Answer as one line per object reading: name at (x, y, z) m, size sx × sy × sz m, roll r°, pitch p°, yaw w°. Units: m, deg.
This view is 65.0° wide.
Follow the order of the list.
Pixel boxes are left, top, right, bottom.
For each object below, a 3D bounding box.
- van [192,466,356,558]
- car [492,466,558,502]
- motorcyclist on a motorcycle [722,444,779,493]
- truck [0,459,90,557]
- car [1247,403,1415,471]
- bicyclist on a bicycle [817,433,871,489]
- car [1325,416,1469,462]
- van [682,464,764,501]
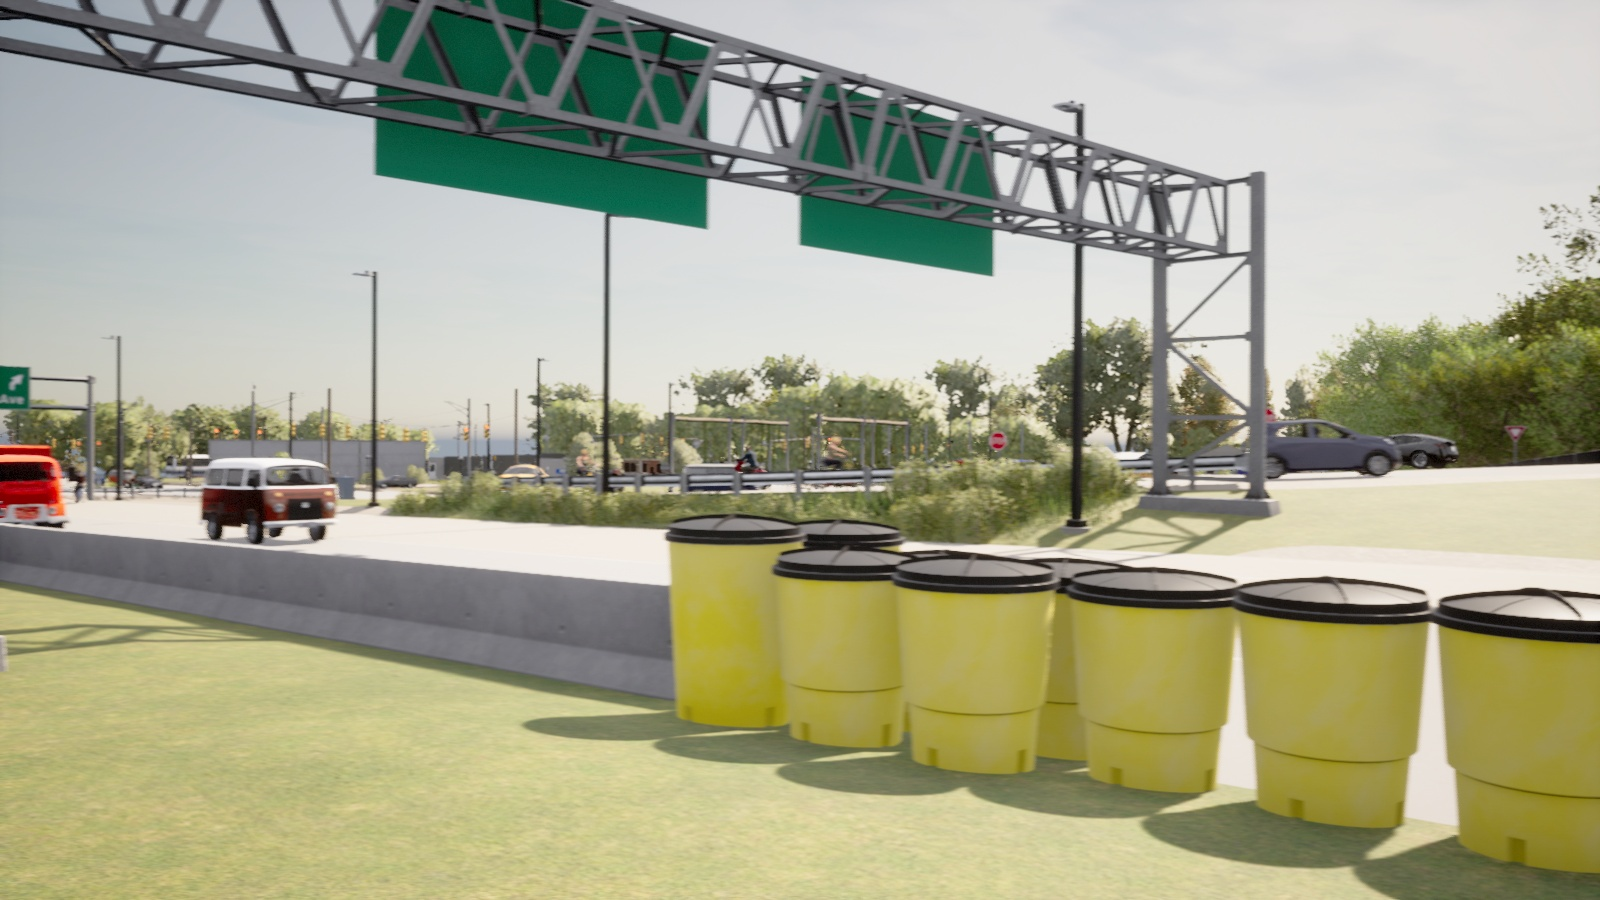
van at (-12.897, 1.478, 30.652) m, size 4.480 × 2.038 × 2.069 m, roll -2°, pitch -1°, yaw 44°
car at (-12.826, 1.613, 58.956) m, size 1.801 × 1.575 × 5.366 m, roll -1°, pitch -2°, yaw 1°
motorcyclist on a motorcycle at (-1.741, 0.660, 43.884) m, size 1.817 × 1.590 × 0.866 m, roll -4°, pitch -4°, yaw 36°
truck at (-21.825, 1.578, 34.518) m, size 5.204 × 2.467 × 2.627 m, roll -2°, pitch -1°, yaw 44°
car at (13.541, -0.312, 32.212) m, size 3.633 × 1.501 × 1.845 m, roll -3°, pitch 0°, yaw 13°
bicyclist on a bicycle at (1.352, 0.341, 38.909) m, size 1.509 × 1.612 × 0.866 m, roll -3°, pitch -3°, yaw -4°
car at (24.378, -0.426, 51.405) m, size 2.163 × 1.488 × 4.792 m, roll -1°, pitch -3°, yaw -43°
van at (-4.423, 1.874, 71.680) m, size 4.442 × 1.987 × 1.775 m, roll -1°, pitch -3°, yaw -11°
